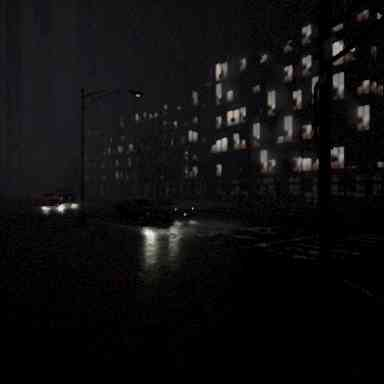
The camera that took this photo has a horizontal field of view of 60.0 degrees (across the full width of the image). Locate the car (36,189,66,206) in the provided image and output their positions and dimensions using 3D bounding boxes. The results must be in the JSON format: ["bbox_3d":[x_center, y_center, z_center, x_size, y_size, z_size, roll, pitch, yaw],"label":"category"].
[{"bbox_3d":[-16.435,0.739,38.038,1.882,1.535,5.008,0,1,-38],"label":"car"}]

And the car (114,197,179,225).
[{"bbox_3d":[-3.207,1.130,21.142,1.882,1.535,5.008,0,1,-38],"label":"car"}]

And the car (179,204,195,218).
[{"bbox_3d":[-1.836,1.209,24.655,1.895,1.301,4.718,0,1,-38],"label":"car"}]

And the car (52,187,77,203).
[{"bbox_3d":[-17.268,0.373,44.444,2.150,2.045,5.566,0,1,-38],"label":"car"}]
